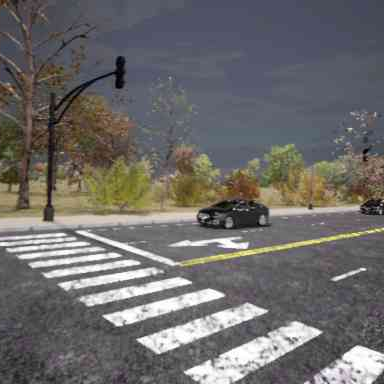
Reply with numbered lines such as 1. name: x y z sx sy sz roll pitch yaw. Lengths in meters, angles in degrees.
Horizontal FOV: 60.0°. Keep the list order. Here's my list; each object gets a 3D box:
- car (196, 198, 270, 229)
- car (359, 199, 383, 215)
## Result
1. car: 2.359 1.127 18.366 4.892 1.490 1.837 1 2 -42
2. car: 18.523 1.477 33.435 4.892 1.490 1.837 2 2 -43
